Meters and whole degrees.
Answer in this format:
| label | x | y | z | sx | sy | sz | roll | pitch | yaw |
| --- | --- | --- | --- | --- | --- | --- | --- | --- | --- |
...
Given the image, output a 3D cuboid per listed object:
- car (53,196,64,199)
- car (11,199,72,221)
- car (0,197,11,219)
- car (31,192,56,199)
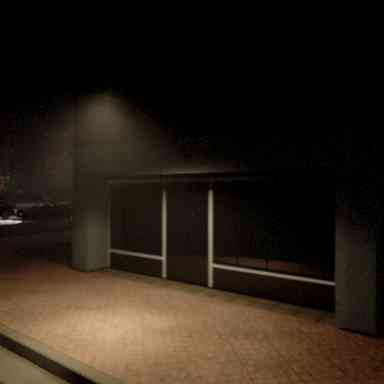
| label | x | y | z | sx | sy | sz | roll | pitch | yaw |
| --- | --- | --- | --- | --- | --- | --- | --- | --- | --- |
| car | -11.109 | 1.418 | 33.804 | 2.128 | 1.511 | 4.902 | 0 | 0 | 37 |
| car | -11.846 | 1.500 | 26.926 | 1.994 | 1.385 | 4.181 | 0 | 0 | 36 |
| car | -16.555 | 1.431 | 26.401 | 1.837 | 1.490 | 4.892 | 0 | 0 | 36 |
| car | -28.878 | 0.998 | 63.884 | 4.605 | 1.855 | 1.932 | 0 | 0 | 35 |
